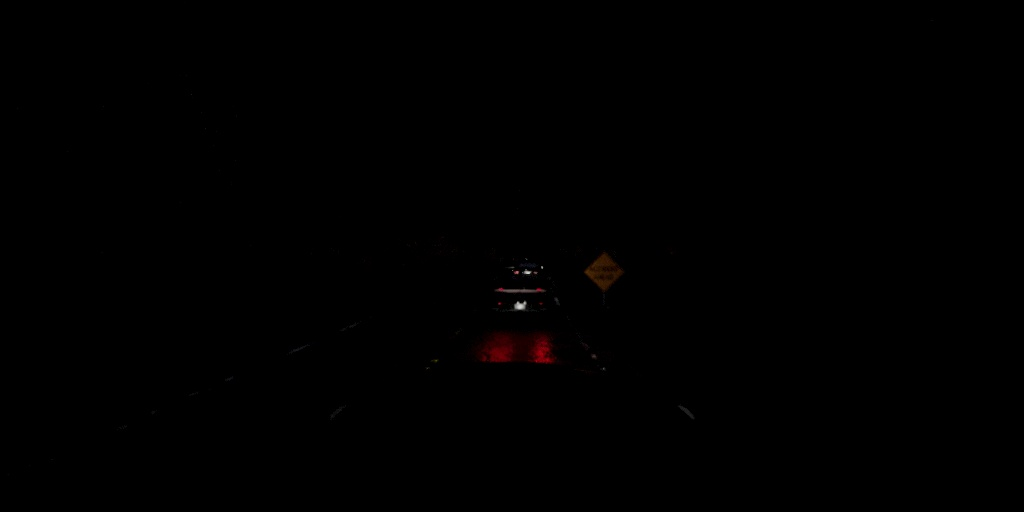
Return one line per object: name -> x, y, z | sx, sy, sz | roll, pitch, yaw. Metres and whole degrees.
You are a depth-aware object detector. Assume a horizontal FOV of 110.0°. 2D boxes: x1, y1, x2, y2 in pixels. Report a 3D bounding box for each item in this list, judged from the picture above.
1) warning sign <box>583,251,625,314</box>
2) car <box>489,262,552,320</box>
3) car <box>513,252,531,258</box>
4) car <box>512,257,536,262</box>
warning sign -> 2.843, 0.768, 11.110 | 1.300, 1.860, 1.060 | 0, 0, 2
car -> 0.336, 1.130, 12.115 | 2.128, 1.511, 4.902 | 0, 1, 3
car -> 1.532, 0.420, 51.530 | 2.150, 2.045, 5.566 | 0, 1, 10
car -> 1.134, 1.044, 24.981 | 2.033, 1.411, 5.357 | 0, 1, 6
